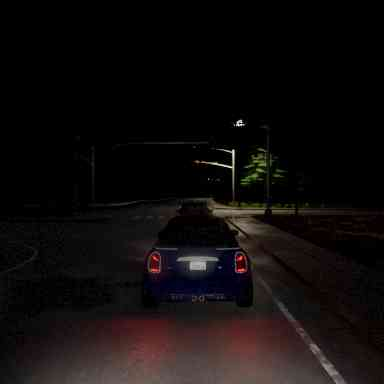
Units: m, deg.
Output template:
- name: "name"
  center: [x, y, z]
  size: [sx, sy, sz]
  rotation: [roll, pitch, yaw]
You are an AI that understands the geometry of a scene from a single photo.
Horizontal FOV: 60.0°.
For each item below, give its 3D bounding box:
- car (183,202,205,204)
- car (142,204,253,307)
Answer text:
- name: "car"
  center: [0.116, 1.338, 18.237]
  size: [2.097, 1.767, 4.553]
  rotation: [0, 0, 0]
- name: "car"
  center: [0.106, 1.347, 8.116]
  size: [2.097, 1.767, 4.553]
  rotation: [0, 0, 0]
